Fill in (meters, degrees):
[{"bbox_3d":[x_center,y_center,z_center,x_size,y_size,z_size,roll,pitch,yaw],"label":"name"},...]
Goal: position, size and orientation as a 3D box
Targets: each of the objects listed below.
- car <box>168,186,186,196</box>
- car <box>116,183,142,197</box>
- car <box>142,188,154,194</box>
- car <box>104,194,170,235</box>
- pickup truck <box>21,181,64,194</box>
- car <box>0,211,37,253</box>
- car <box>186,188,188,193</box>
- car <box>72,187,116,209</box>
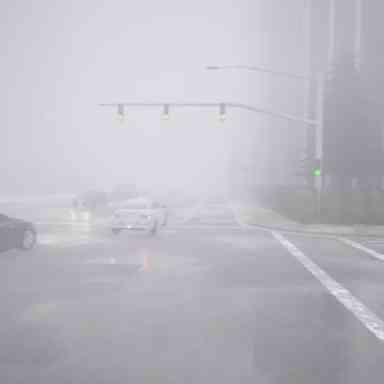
[{"bbox_3d":[-2.777,-0.111,55.196,2.033,1.411,5.357,1,2,4],"label":"car"},{"bbox_3d":[-7.710,0.002,38.235,2.150,2.045,5.566,1,2,5],"label":"car"},{"bbox_3d":[-6.844,0.059,48.323,1.994,1.385,4.181,1,2,5],"label":"car"},{"bbox_3d":[-2.292,1.042,15.264,1.812,1.442,4.674,1,2,4],"label":"car"},{"bbox_3d":[-23.201,-0.748,52.114,2.390,2.098,6.274,2,2,35],"label":"pickup truck"},{"bbox_3d":[-6.215,1.153,9.180,1.837,1.490,4.892,1,2,4],"label":"car"},{"bbox_3d":[-1.954,-0.430,65.665,1.812,1.442,4.674,1,2,4],"label":"car"},{"bbox_3d":[-8.508,0.551,28.387,2.128,1.511,4.902,1,2,5],"label":"car"}]
